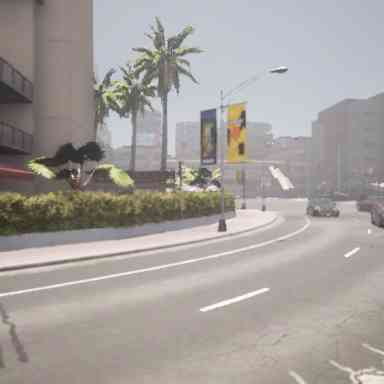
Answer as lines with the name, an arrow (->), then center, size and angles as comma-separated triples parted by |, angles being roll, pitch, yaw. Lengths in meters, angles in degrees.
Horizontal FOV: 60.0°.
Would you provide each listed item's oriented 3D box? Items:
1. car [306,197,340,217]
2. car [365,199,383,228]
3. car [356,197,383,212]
car -> 11.891, 1.351, 30.419 | 2.097, 1.767, 4.553 | 0, 0, 9
car -> 12.680, 1.426, 21.159 | 2.128, 1.511, 4.902 | 0, 0, 21
car -> 19.085, 1.252, 34.786 | 2.097, 1.767, 4.553 | 0, 0, 2
